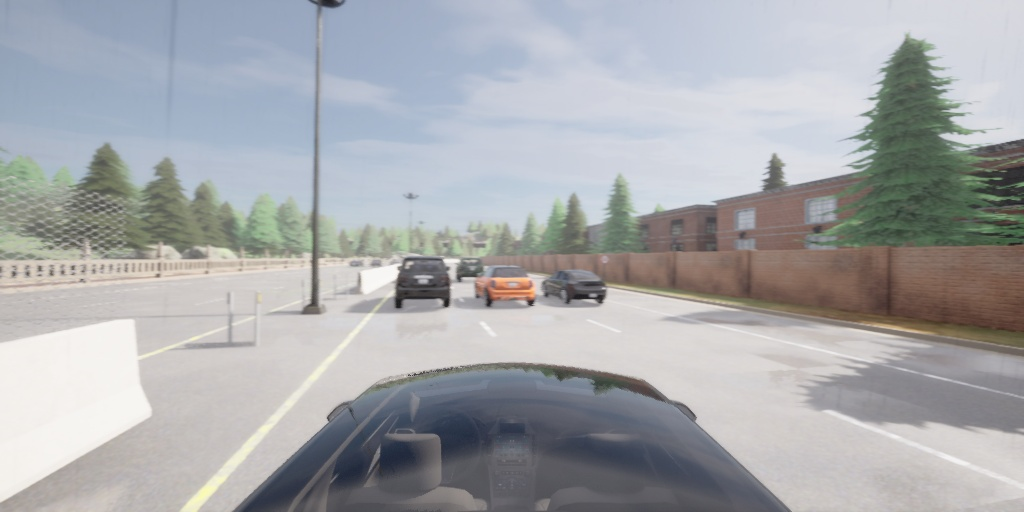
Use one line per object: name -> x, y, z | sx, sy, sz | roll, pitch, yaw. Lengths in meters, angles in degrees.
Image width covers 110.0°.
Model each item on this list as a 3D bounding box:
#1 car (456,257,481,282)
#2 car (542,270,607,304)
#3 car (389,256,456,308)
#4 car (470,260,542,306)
car -> -3.664, 1.138, 30.862 | 2.150, 2.045, 5.566 | 1, 0, -12
car -> 2.885, 1.415, 17.562 | 1.837, 1.490, 4.892 | 1, 0, -13
car -> -3.851, 1.021, 15.634 | 2.150, 2.045, 5.566 | 1, 0, -14
car -> -0.464, 1.206, 16.524 | 2.097, 1.767, 4.553 | 1, -1, -13
